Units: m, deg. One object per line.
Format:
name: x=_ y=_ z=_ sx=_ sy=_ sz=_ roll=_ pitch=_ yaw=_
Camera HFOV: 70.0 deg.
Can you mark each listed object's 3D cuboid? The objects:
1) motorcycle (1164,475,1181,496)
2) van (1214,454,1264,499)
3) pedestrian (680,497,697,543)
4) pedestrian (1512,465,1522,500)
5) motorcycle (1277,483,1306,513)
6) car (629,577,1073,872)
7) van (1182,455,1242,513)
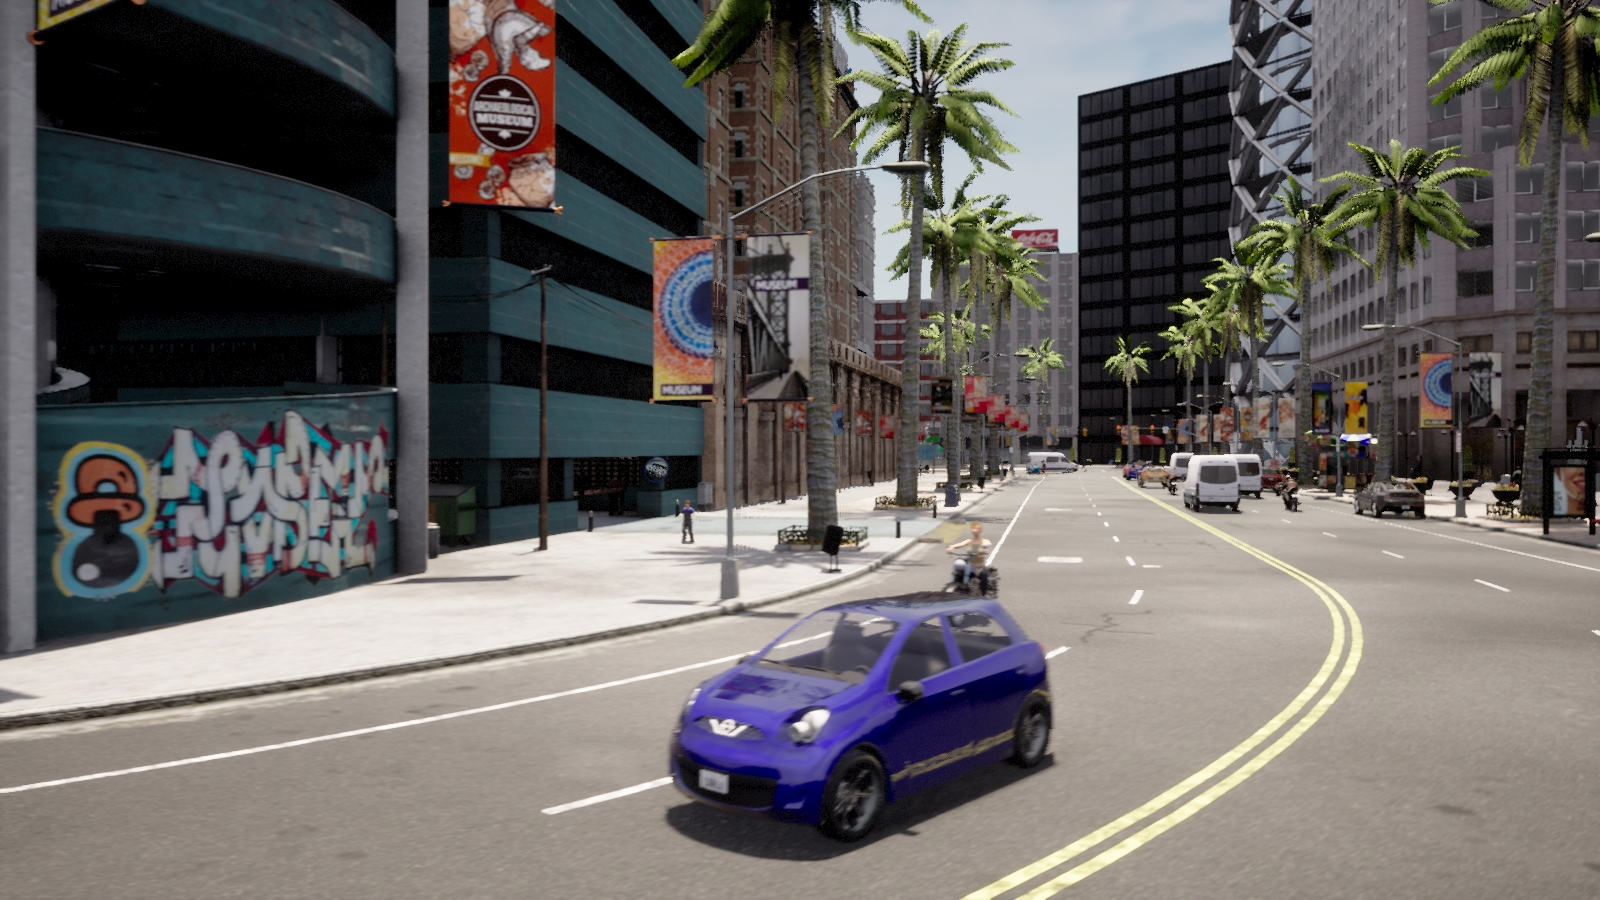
motorcycle: x=23.507 y=2.216 z=72.135 sx=0.867 sy=1.251 sz=2.209 roll=0 pitch=0 yaw=13
van: x=26.317 y=1.545 z=68.706 sx=1.988 sy=2.561 sz=5.915 roll=0 pitch=0 yaw=13
pedestrian: x=-3.161 y=1.983 z=32.464 sx=0.375 sy=1.300 sz=0.375 roll=0 pitch=0 yaw=15
pedestrian: x=38.420 y=1.713 z=61.219 sx=0.375 sy=1.860 sz=0.375 roll=0 pitch=0 yaw=14
motorcycle: x=22.776 y=2.213 z=52.983 sx=0.867 sy=1.251 sz=2.209 roll=0 pitch=0 yaw=13
car: x=0.574 y=2.039 z=9.538 sx=1.845 sy=1.501 sz=3.633 roll=0 pitch=0 yaw=41
van: x=19.467 y=1.543 z=54.239 sx=1.988 sy=2.561 sz=5.915 roll=0 pitch=0 yaw=13
